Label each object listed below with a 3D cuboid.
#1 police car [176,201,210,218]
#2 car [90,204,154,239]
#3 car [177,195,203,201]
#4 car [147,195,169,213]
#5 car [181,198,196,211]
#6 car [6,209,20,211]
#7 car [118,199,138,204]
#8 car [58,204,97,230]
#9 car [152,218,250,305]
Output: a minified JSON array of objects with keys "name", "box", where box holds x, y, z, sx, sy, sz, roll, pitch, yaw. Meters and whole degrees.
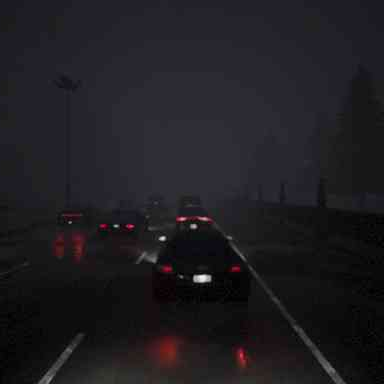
[{"name":"police car","box":[0.046,1.552,19.296,2.038,1.542,4.974,0,0,-1]},{"name":"car","box":[-3.422,1.587,17.419,2.033,1.411,5.357,0,0,0]},{"name":"car","box":[-0.208,1.294,30.414,2.150,2.045,5.566,0,0,-2]},{"name":"car","box":[-3.918,1.308,38.364,2.150,2.045,5.566,0,0,-1]},{"name":"car","box":[-0.535,1.553,43.092,1.801,1.575,5.366,0,0,-1]},{"name":"car","box":[-14.117,1.601,23.440,2.033,1.411,5.357,0,0,-1]},{"name":"car","box":[-7.426,1.590,38.590,1.837,1.490,4.892,0,-1,-1]},{"name":"car","box":[-6.978,1.540,21.415,2.128,1.511,4.902,0,0,-1]},{"name":"car","box":[0.121,1.582,8.187,1.994,1.385,4.181,0,0,-2]}]
